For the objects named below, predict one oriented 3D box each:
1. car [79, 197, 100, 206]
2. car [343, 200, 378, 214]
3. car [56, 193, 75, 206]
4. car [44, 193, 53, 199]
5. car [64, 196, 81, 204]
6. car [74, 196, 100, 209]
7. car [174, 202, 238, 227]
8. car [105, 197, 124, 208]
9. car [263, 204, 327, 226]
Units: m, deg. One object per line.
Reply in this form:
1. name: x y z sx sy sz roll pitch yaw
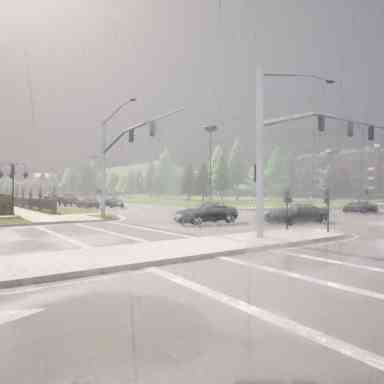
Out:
1. car: -17.146 1.564 55.563 1.994 1.385 4.181 0 0 -36
2. car: 17.693 1.563 34.981 4.181 1.385 1.994 0 0 -35
3. car: -19.903 1.221 53.400 2.150 2.045 5.566 0 0 -36
4. car: -26.038 1.221 61.947 2.150 2.045 5.566 0 0 -35
5. car: -22.954 1.564 63.658 1.994 1.385 4.181 0 0 -36
6. car: -14.192 1.601 45.524 1.895 1.301 4.718 0 0 -36
7. car: 1.045 1.491 23.142 4.902 1.511 2.128 0 0 -35
8. car: -11.387 1.491 47.620 2.128 1.511 4.902 0 0 -36
9. car: 7.362 1.547 23.341 5.357 1.411 2.033 0 0 -35
